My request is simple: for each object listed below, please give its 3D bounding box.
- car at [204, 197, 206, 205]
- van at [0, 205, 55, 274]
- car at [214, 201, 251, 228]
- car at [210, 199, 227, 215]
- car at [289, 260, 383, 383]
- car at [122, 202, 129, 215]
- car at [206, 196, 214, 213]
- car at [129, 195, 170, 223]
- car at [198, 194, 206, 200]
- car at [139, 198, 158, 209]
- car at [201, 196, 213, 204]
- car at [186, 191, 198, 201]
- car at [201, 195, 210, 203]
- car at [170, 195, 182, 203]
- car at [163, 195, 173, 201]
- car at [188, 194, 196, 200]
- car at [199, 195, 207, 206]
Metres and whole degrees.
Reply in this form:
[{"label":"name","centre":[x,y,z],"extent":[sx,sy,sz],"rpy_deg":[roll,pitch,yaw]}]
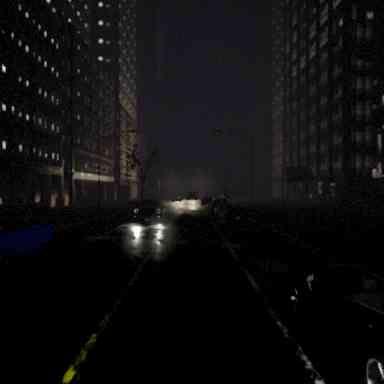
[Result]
[{"label":"car","centre":[2.687,1.485,38.340],"extent":[1.947,1.339,4.313],"rpy_deg":[-1,0,0]},{"label":"van","centre":[-5.700,1.321,10.134],"extent":[1.690,1.788,3.998],"rpy_deg":[-1,0,0]},{"label":"car","centre":[2.685,1.522,21.412],"extent":[1.947,1.339,4.313],"rpy_deg":[-1,0,0]},{"label":"car","centre":[2.685,1.525,27.055],"extent":[1.802,1.307,4.206],"rpy_deg":[-1,0,0]},{"label":"car","centre":[2.683,1.557,4.484],"extent":[1.947,1.339,4.313],"rpy_deg":[-1,0,0]},{"label":"car","centre":[-5.694,1.514,32.700],"extent":[1.802,1.307,4.206],"rpy_deg":[-1,0,0]},{"label":"car","centre":[2.685,1.371,32.697],"extent":[1.967,1.590,4.097],"rpy_deg":[-1,0,0]},{"label":"car","centre":[-3.096,1.300,24.973],"extent":[2.097,1.767,4.553],"rpy_deg":[0,0,0]},{"label":"car","centre":[2.694,1.346,89.126],"extent":[1.887,1.381,4.507],"rpy_deg":[-1,0,0]},{"label":"car","centre":[-5.693,1.474,43.982],"extent":[1.947,1.339,4.313],"rpy_deg":[-1,0,0]},{"label":"car","centre":[2.690,1.413,60.911],"extent":[1.887,1.381,4.507],"rpy_deg":[-1,0,0]},{"label":"car","centre":[0.010,0.904,69.165],"extent":[2.150,2.045,5.566],"rpy_deg":[0,0,0]},{"label":"car","centre":[2.691,1.380,66.724],"extent":[1.752,1.417,4.829],"rpy_deg":[-1,0,0]},{"label":"car","centre":[-2.998,1.381,66.643],"extent":[1.812,1.442,4.674],"rpy_deg":[0,0,0]},{"label":"car","centre":[-5.688,1.380,77.830],"extent":[2.008,1.369,4.403],"rpy_deg":[-1,0,0]},{"label":"car","centre":[0.012,1.286,84.260],"extent":[2.128,1.511,4.902],"rpy_deg":[0,0,0]},{"label":"car","centre":[2.367,1.369,50.888],"extent":[1.882,1.535,5.008],"rpy_deg":[0,0,0]}]
